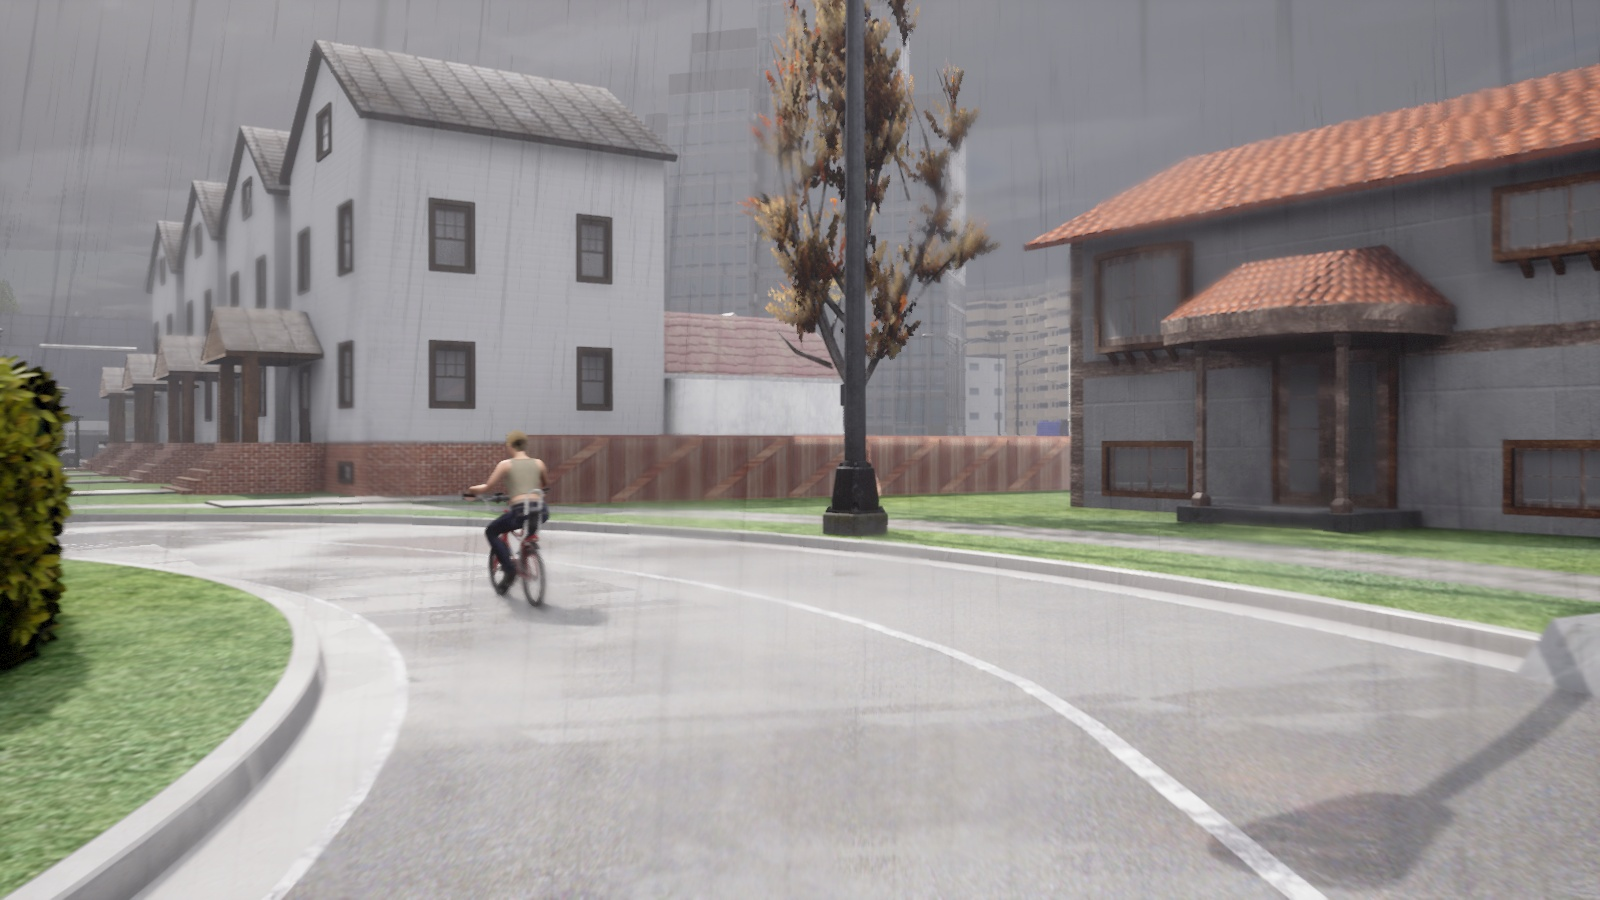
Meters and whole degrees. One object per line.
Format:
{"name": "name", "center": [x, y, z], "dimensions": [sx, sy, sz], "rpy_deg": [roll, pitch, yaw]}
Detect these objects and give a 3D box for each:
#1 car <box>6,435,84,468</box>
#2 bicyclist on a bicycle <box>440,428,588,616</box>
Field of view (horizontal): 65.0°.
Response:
{"name": "car", "center": [-44.741, 0.086, 74.463], "dimensions": [3.866, 1.878, 1.905], "rpy_deg": [0, 0, -34]}
{"name": "bicyclist on a bicycle", "center": [-2.694, 0.615, 11.737], "dimensions": [0.866, 1.612, 1.509], "rpy_deg": [-2, 1, -32]}
